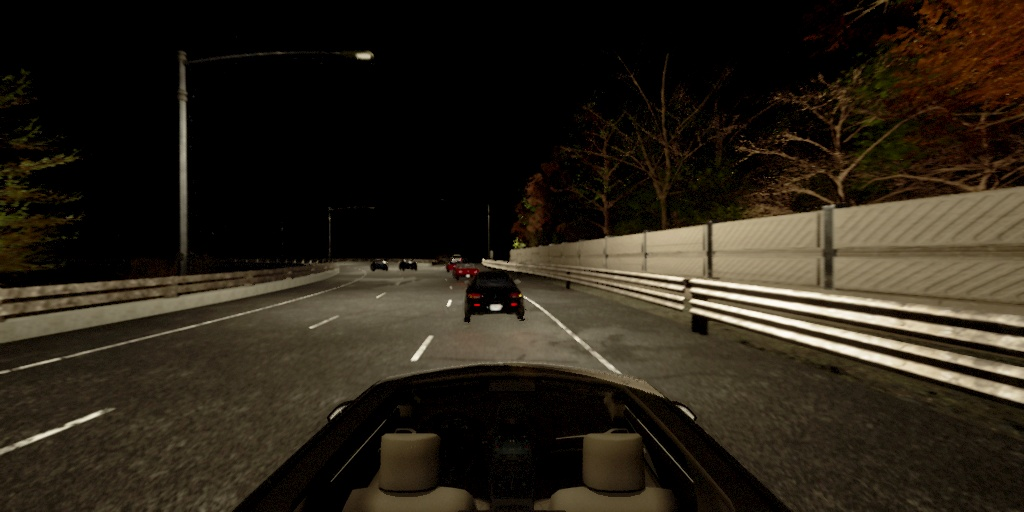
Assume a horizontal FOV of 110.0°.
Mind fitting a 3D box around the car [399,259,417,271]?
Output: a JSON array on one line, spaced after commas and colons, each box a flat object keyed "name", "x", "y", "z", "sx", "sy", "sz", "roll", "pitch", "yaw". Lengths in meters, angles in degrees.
[{"name": "car", "x": -13.675, "y": 1.180, "z": 47.111, "sx": 2.128, "sy": 1.511, "sz": 4.902, "roll": 0, "pitch": 0, "yaw": -25}]

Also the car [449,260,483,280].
[{"name": "car", "x": -4.007, "y": 1.291, "z": 30.583, "sx": 1.895, "sy": 1.301, "sz": 4.718, "roll": 0, "pitch": 0, "yaw": -14}]

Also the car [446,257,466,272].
[{"name": "car", "x": -7.306, "y": 1.228, "z": 45.693, "sx": 1.994, "sy": 1.385, "sz": 4.181, "roll": 0, "pitch": 0, "yaw": -11}]

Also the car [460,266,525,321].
[{"name": "car", "x": -0.658, "y": 1.250, "z": 12.252, "sx": 1.812, "sy": 1.442, "sz": 4.674, "roll": 0, "pitch": 0, "yaw": -5}]

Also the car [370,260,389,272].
[{"name": "car", "x": -17.278, "y": 1.252, "z": 46.721, "sx": 2.033, "sy": 1.411, "sz": 5.357, "roll": 0, "pitch": 0, "yaw": -26}]
